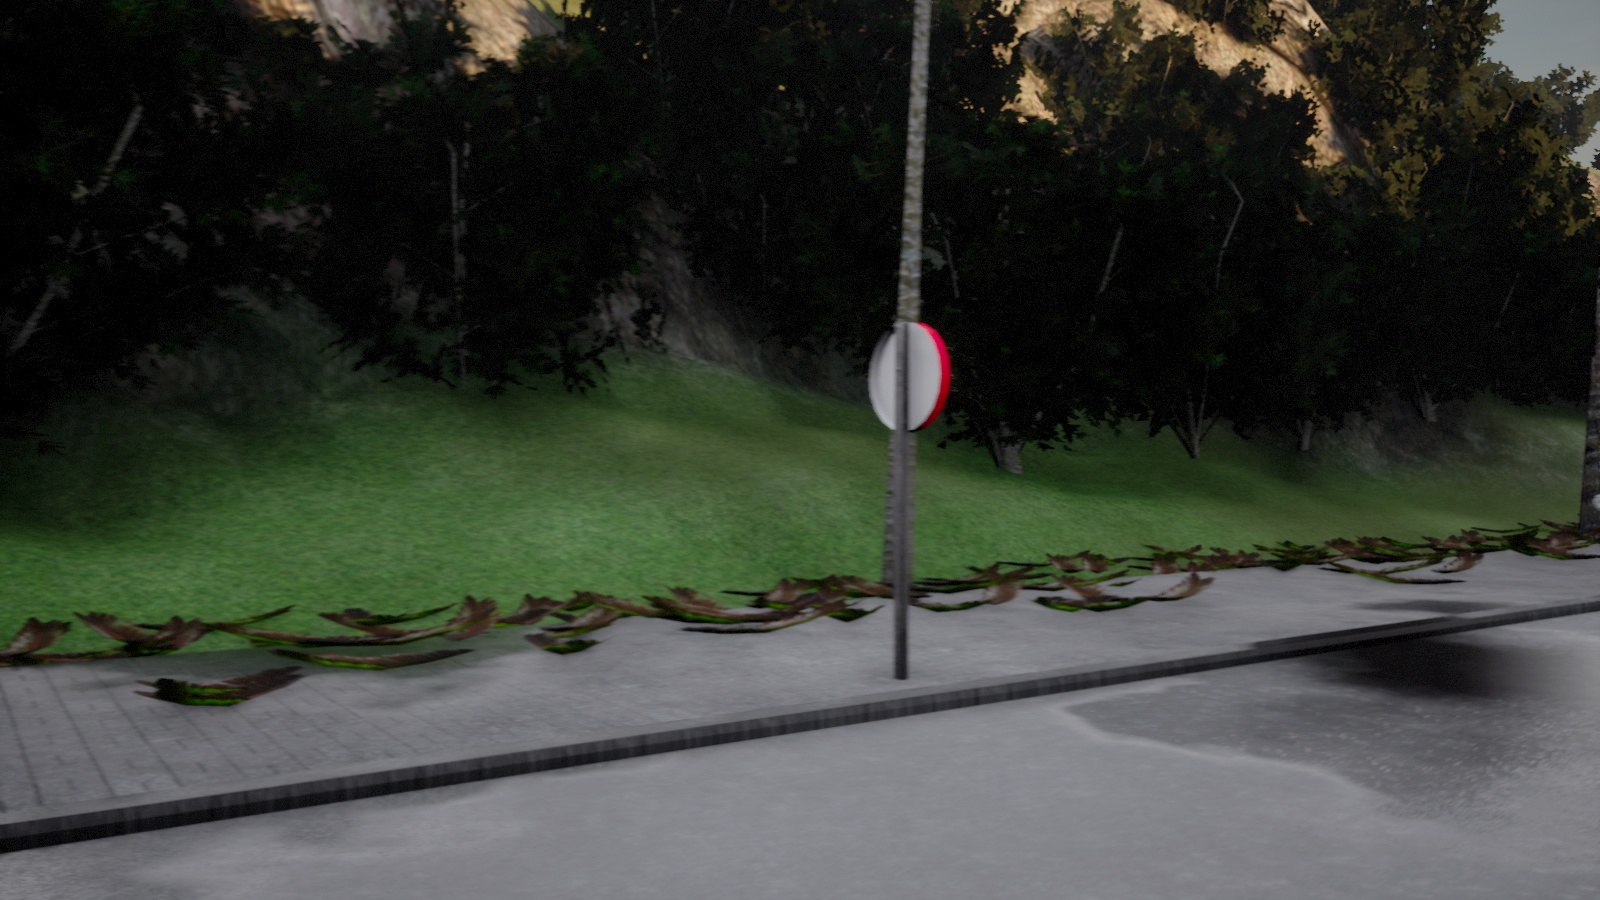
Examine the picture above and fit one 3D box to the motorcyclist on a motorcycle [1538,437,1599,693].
[{"bbox_3d":[5.763,0.719,8.281,1.817,1.590,0.866,0,0,-35],"label":"motorcyclist on a motorcycle"}]
